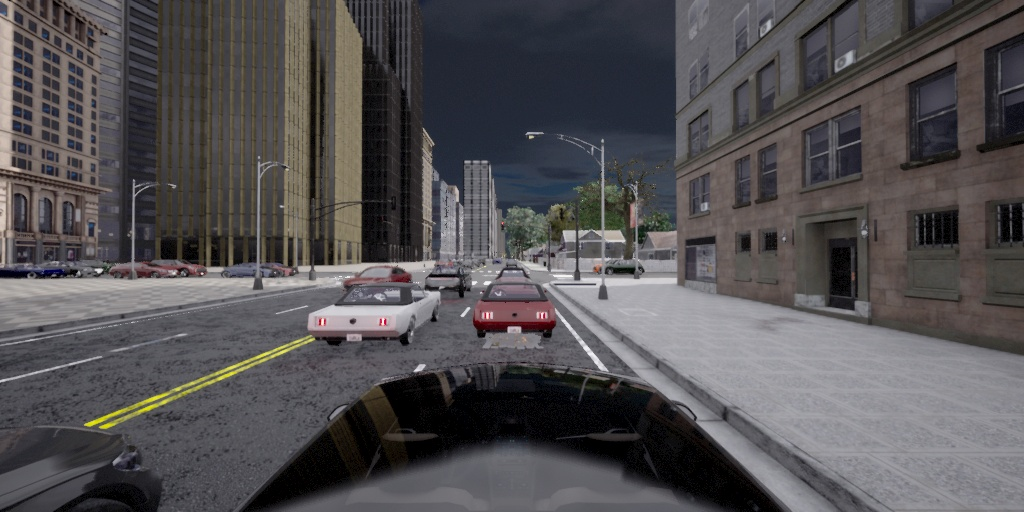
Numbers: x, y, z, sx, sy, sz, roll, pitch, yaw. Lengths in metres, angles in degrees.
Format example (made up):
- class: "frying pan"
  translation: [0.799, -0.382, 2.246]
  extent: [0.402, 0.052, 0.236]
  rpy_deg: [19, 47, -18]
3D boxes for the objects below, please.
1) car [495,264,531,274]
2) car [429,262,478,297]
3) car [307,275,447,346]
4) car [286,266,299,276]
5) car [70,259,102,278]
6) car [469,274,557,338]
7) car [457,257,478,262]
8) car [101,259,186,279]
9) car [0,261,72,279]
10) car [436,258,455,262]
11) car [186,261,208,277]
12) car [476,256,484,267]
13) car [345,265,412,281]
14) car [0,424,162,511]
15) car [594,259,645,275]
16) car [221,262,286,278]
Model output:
- class: "car"
  translation: [0.055, 1.313, 18.903]
  extent: [1.994, 1.385, 4.181]
  rpy_deg: [0, 0, 0]
- class: "car"
  translation: [-3.192, 1.241, 18.682]
  extent: [2.128, 1.511, 4.902]
  rpy_deg: [0, 0, 0]
- class: "car"
  translation: [-3.173, 1.351, 9.428]
  extent: [1.895, 1.301, 4.718]
  rpy_deg: [0, 0, 0]
- class: "car"
  translation: [-22.799, 1.299, 34.210]
  extent: [4.181, 1.385, 1.994]
  rpy_deg: [0, -1, -3]
- class: "car"
  translation: [-40.555, 1.224, 32.890]
  extent: [4.902, 1.511, 2.128]
  rpy_deg: [0, -1, -6]
- class: "car"
  translation: [0.061, 1.349, 10.147]
  extent: [1.895, 1.301, 4.718]
  rpy_deg: [0, 0, 0]
- class: "car"
  translation: [-6.718, 1.249, 54.417]
  extent: [1.837, 1.490, 4.892]
  rpy_deg: [0, 0, 0]
- class: "car"
  translation: [-31.186, 1.228, 30.444]
  extent: [4.674, 1.442, 1.812]
  rpy_deg: [0, -1, -4]
- class: "car"
  translation: [-40.354, 1.301, 29.653]
  extent: [4.718, 1.301, 1.895]
  rpy_deg: [0, -1, -6]
- class: "car"
  translation: [-9.968, 1.097, 52.593]
  extent: [2.097, 1.767, 4.553]
  rpy_deg: [0, 0, 0]
- class: "car"
  translation: [-31.483, 1.087, 33.678]
  extent: [4.553, 1.767, 2.097]
  rpy_deg: [0, -1, -5]
- class: "car"
  translation: [-6.715, 1.248, 64.556]
  extent: [1.837, 1.490, 4.892]
  rpy_deg: [0, 0, 0]
- class: "car"
  translation: [-6.446, 1.227, 17.646]
  extent: [1.882, 1.535, 5.008]
  rpy_deg: [0, 0, 2]
- class: "car"
  translation: [-3.143, 1.276, 0.286]
  extent: [1.812, 1.442, 4.674]
  rpy_deg: [0, 0, 0]
- class: "car"
  translation: [11.519, 1.118, 37.946]
  extent: [4.553, 1.767, 2.097]
  rpy_deg: [0, -1, 0]
- class: "car"
  translation: [-22.513, 1.266, 30.969]
  extent: [4.181, 1.385, 1.994]
  rpy_deg: [0, -1, -3]
